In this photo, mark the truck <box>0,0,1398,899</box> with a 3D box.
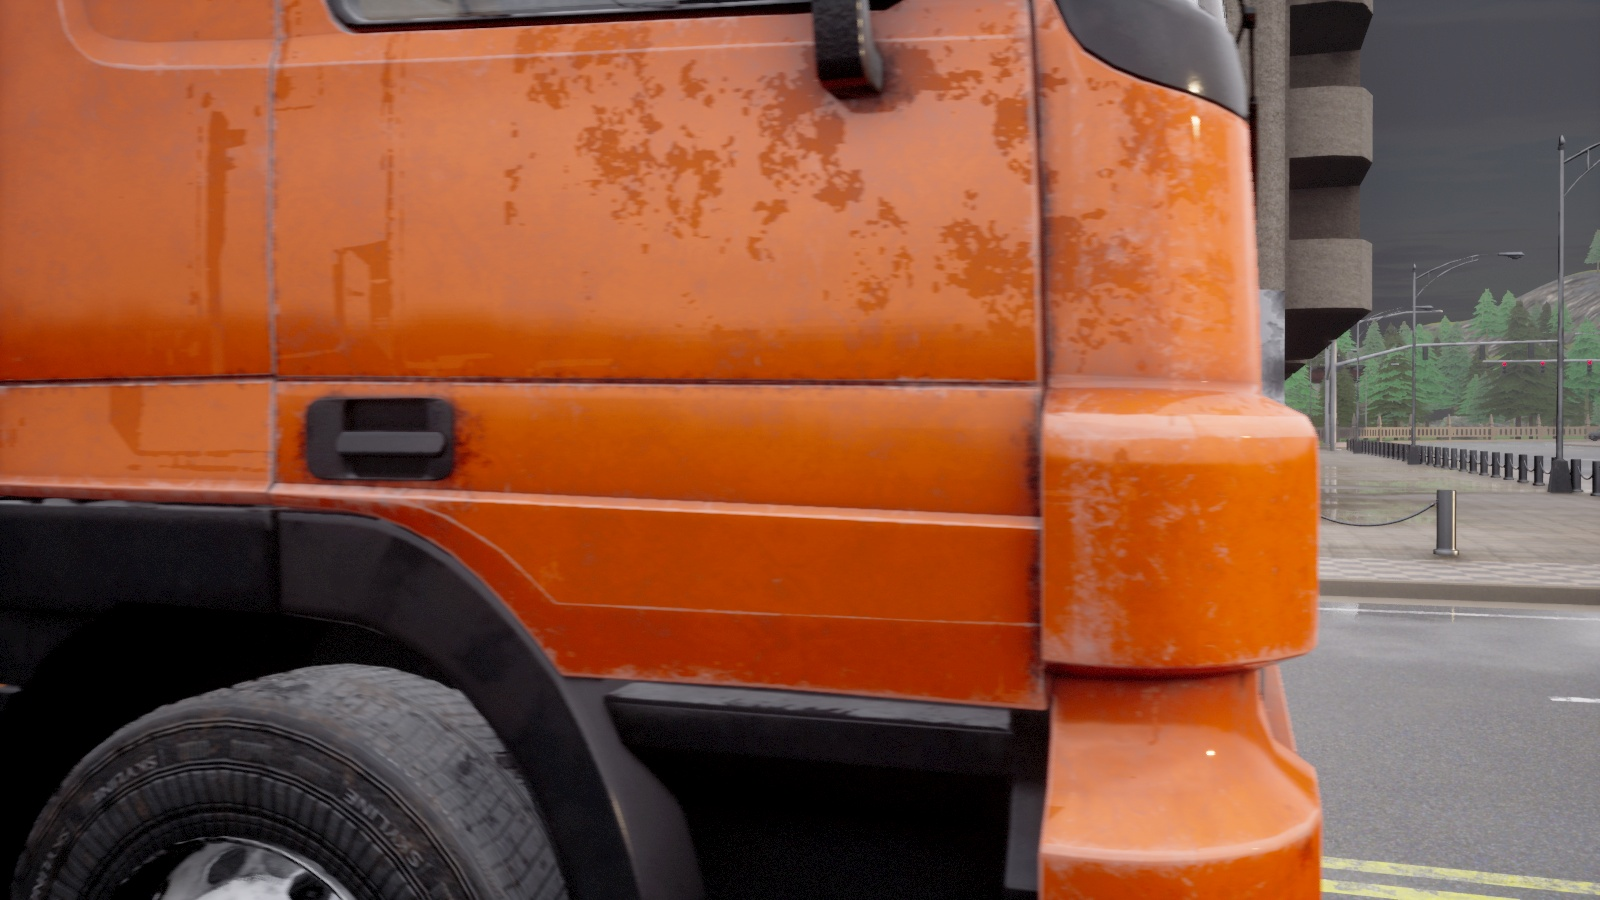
[{"bbox_3d":[-2.619,-0.231,4.066,7.936,3.462,2.891,1,1,19],"label":"truck"}]
